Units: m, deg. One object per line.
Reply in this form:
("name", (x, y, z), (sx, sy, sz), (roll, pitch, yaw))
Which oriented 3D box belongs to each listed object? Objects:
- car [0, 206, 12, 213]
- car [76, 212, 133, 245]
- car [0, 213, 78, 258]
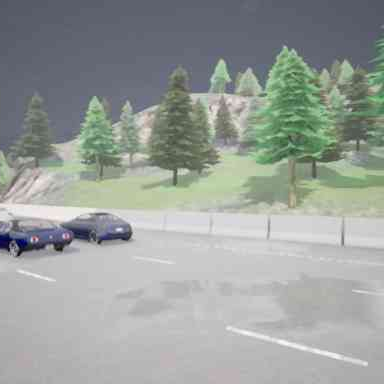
("car", (-15.257, 1.788, 25.565), (4.674, 1.442, 1.812), (0, 0, 44))
("car", (-4.838, 1.696, 16.375), (4.181, 1.385, 1.994), (-1, 0, 40))
("car", (-6.910, 1.731, 13.541), (4.718, 1.301, 1.895), (-1, 0, 39))
